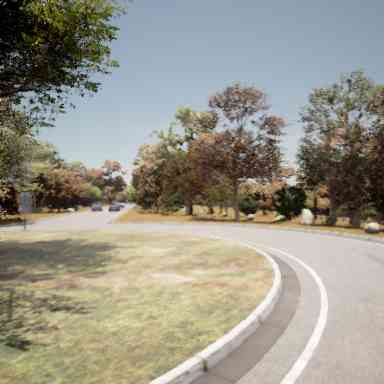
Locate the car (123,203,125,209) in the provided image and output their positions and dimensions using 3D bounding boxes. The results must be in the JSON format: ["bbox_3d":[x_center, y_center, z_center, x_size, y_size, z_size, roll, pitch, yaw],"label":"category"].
[{"bbox_3d":[-16.908,3.305,78.882,1.895,1.301,4.718,-1,-1,-8],"label":"car"}]

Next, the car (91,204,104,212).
[{"bbox_3d":[-18.558,3.157,65.175,1.812,1.442,4.674,-1,-1,-8],"label":"car"}]

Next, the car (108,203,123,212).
[{"bbox_3d":[-14.804,3.101,63.596,1.994,1.385,4.181,-1,-1,-8],"label":"car"}]
